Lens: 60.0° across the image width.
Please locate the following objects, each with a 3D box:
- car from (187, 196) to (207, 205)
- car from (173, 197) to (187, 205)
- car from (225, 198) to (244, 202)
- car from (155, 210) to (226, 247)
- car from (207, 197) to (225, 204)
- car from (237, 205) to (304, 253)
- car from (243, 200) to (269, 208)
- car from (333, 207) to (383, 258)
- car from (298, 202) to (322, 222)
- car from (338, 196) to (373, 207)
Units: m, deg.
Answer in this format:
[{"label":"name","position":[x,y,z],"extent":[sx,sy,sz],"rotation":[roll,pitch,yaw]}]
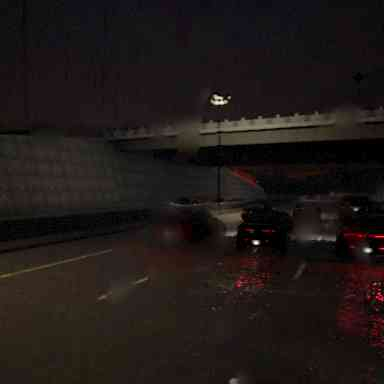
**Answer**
[{"label":"car","position":[1.520,1.517,60.127],"extent":[1.882,1.535,5.008],"rotation":[0,0,25]},{"label":"car","position":[-1.821,1.589,61.231],"extent":[1.994,1.385,4.181],"rotation":[0,0,25]},{"label":"car","position":[7.737,1.667,56.913],"extent":[1.895,1.301,4.718],"rotation":[0,0,25]},{"label":"car","position":[0.053,1.534,15.267],"extent":[1.812,1.442,4.674],"rotation":[0,-1,26]},{"label":"car","position":[4.825,1.618,58.939],"extent":[1.994,1.385,4.181],"rotation":[0,0,25]},{"label":"car","position":[3.324,1.528,13.995],"extent":[1.837,1.490,4.892],"rotation":[0,0,25]},{"label":"car","position":[5.526,1.587,27.078],"extent":[2.033,1.411,5.357],"rotation":[0,0,25]},{"label":"car","position":[6.494,1.541,12.510],"extent":[1.837,1.490,4.892],"rotation":[0,0,25]},{"label":"car","position":[9.639,1.550,27.565],"extent":[2.128,1.511,4.902],"rotation":[0,0,25]},{"label":"car","position":[12.336,1.292,25.089],"extent":[2.150,2.045,5.566],"rotation":[0,0,26]}]
